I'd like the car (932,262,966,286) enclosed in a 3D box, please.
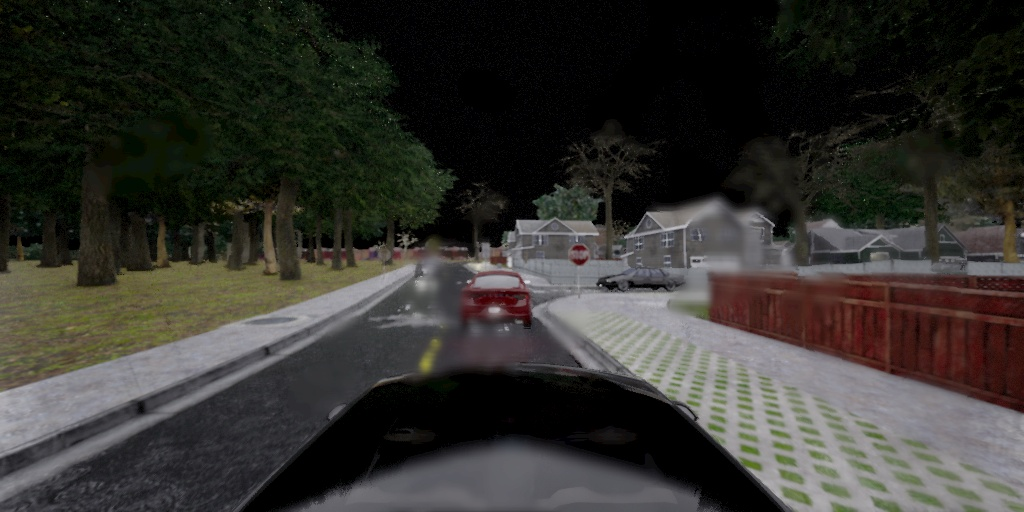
[{"bbox_3d":[32.375,1.434,26.227,5.566,2.045,2.150,1,-2,-10],"label":"car"}]

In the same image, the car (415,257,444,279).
[{"bbox_3d":[-6.856,1.032,29.602,2.128,1.511,4.902,0,0,-11],"label":"car"}]

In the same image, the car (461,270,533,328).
[{"bbox_3d":[-0.418,1.186,11.263,1.882,1.535,5.008,0,0,-1],"label":"car"}]

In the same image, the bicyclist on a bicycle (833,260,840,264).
[{"bbox_3d":[15.903,1.027,17.364,0.582,1.620,1.656,1,-3,-10],"label":"bicyclist on a bicycle"}]

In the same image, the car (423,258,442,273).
[{"bbox_3d":[-8.637,0.985,39.221,1.812,1.442,4.674,0,0,-11],"label":"car"}]

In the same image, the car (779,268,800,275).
[{"bbox_3d":[18.083,1.527,23.688,4.674,1.442,1.812,1,-2,-10],"label":"car"}]

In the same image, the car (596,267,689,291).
[{"bbox_3d":[7.916,1.404,21.876,5.357,1.411,2.033,1,-2,-10],"label":"car"}]
